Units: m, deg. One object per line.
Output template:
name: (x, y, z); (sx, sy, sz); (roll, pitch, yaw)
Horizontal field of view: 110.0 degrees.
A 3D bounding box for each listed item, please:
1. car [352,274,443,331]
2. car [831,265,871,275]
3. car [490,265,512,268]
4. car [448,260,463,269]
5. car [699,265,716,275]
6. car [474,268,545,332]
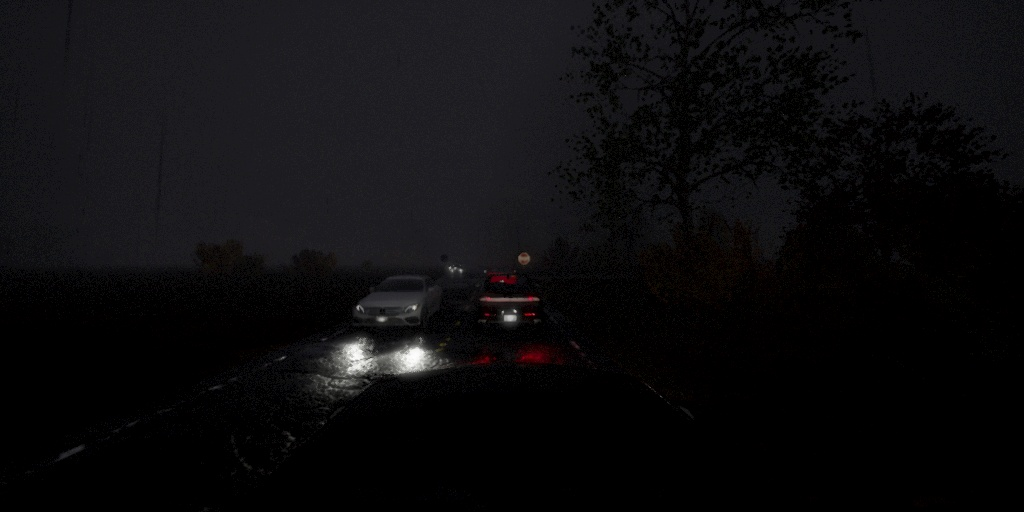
car: (-3.321, 1.321, 11.289); (1.812, 1.442, 4.674); (0, 0, -2)
car: (39.752, 1.235, 42.352); (5.566, 2.045, 2.150); (0, 0, -10)
car: (-0.721, 1.324, 22.402); (1.882, 1.535, 5.008); (0, 0, -4)
car: (-9.606, 1.524, 62.134); (1.837, 1.490, 4.892); (0, 0, -11)
car: (23.118, 1.496, 42.310); (4.892, 1.490, 1.837); (0, 0, -11)
car: (-0.117, 1.284, 10.999); (2.128, 1.511, 4.902); (0, 0, -2)
